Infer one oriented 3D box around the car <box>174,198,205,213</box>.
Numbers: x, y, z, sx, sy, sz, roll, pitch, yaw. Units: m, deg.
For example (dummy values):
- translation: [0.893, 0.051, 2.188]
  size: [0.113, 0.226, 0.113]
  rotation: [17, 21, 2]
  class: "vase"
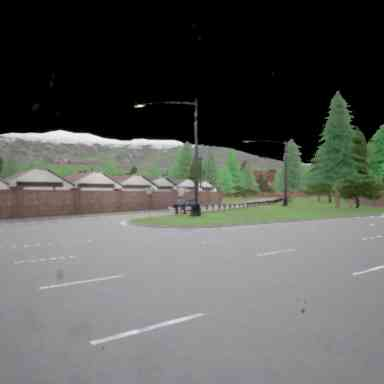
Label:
- translation: [-0.263, 1.442, 39.369]
  size: [2.097, 1.767, 4.553]
  rotation: [0, 0, 30]
  class: "car"
